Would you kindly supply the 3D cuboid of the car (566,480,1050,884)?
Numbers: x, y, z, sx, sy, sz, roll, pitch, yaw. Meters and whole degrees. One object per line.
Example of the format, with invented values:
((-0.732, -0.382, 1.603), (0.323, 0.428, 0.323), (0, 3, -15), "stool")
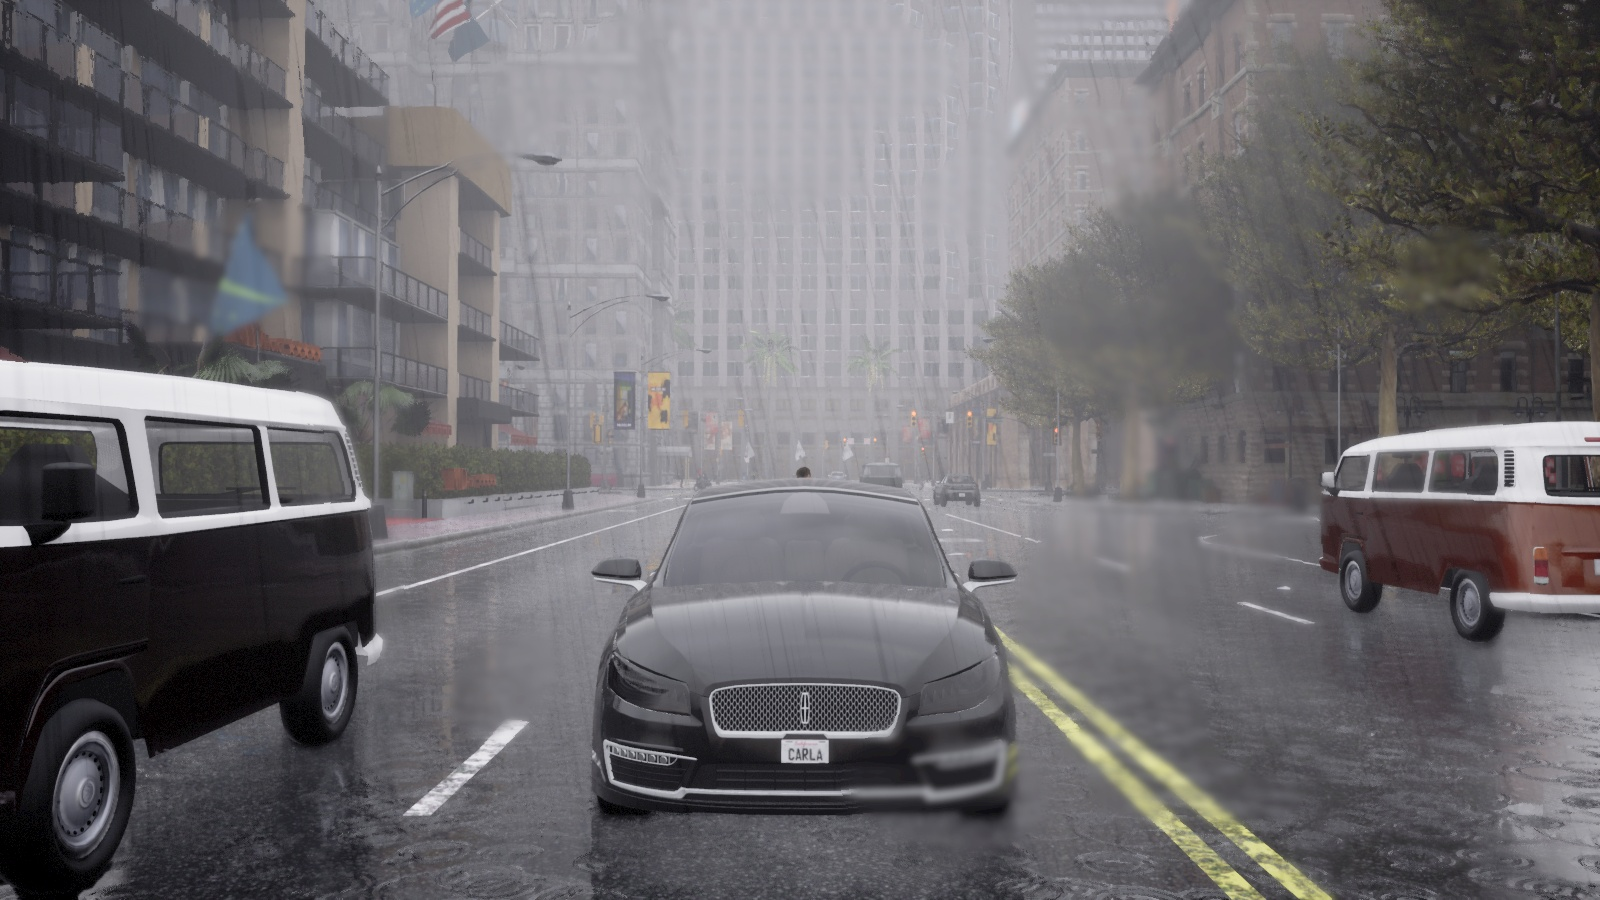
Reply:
((0.033, 0.940, 7.223), (1.837, 1.490, 4.892), (0, -1, 0), "car")

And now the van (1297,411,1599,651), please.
((7.046, 0.726, 12.933), (2.069, 2.038, 4.480), (0, -1, 0), "van")

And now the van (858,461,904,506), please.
((3.651, 1.511, 57.183), (1.775, 1.987, 4.442), (0, -1, 0), "van")

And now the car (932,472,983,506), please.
((7.152, 1.760, 57.314), (1.816, 1.474, 4.193), (0, -1, 0), "car")

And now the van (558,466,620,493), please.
((-15.661, 2.195, 93.451), (4.442, 1.987, 1.775), (0, -1, -6), "van")

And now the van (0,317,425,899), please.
((-3.470, 0.650, 5.862), (2.069, 2.038, 4.480), (0, -1, 0), "van")
